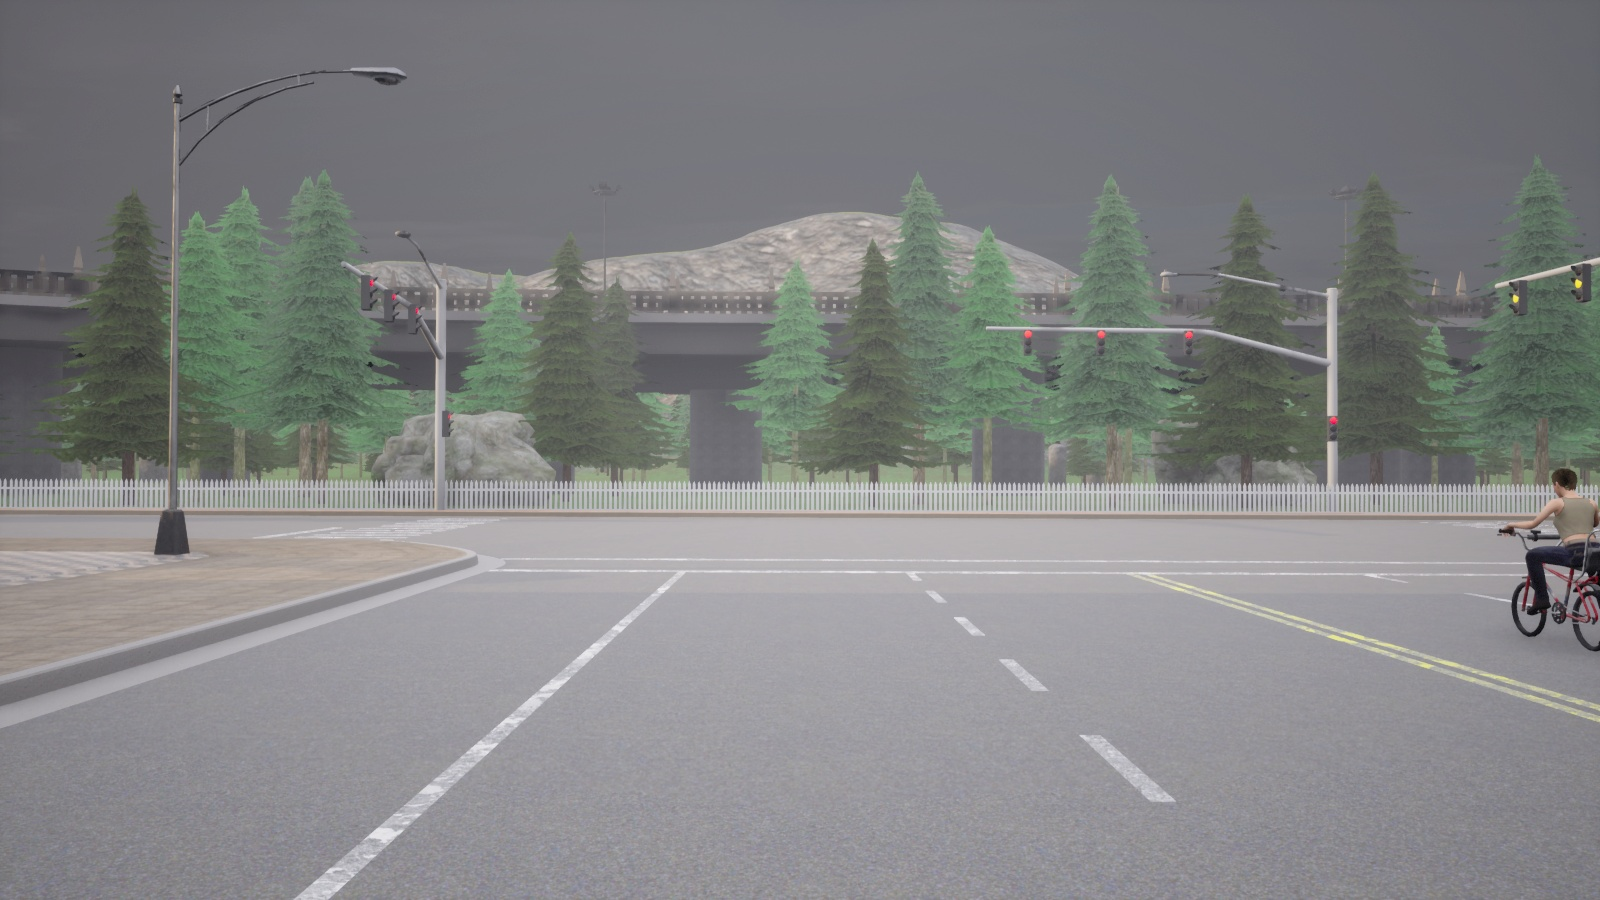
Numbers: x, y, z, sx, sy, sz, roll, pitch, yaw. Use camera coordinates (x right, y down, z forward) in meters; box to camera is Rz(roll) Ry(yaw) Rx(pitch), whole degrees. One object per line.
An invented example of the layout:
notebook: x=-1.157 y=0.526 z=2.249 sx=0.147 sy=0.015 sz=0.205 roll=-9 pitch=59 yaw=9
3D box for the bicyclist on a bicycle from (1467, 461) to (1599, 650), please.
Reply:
bicyclist on a bicycle: x=6.975 y=0.916 z=11.527 sx=0.866 sy=1.612 sz=1.509 roll=0 pitch=-1 yaw=0
